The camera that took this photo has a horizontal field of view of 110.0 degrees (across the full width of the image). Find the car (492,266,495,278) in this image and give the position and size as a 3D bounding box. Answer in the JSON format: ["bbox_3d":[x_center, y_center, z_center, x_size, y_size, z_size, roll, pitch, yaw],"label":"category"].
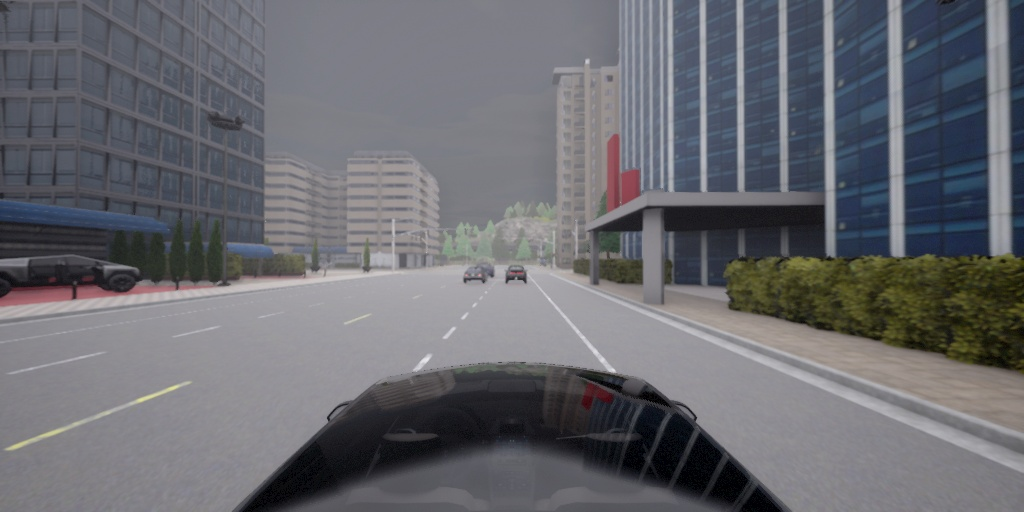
[{"bbox_3d":[-3.084,1.543,41.206,2.097,1.767,4.553,0,-1,1],"label":"car"}]

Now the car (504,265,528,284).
[{"bbox_3d":[0.356,1.588,31.401,1.837,1.490,4.892,0,-1,0],"label":"car"}]

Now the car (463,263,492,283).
[{"bbox_3d":[-3.156,1.631,31.665,2.033,1.411,5.357,0,-1,1],"label":"car"}]
